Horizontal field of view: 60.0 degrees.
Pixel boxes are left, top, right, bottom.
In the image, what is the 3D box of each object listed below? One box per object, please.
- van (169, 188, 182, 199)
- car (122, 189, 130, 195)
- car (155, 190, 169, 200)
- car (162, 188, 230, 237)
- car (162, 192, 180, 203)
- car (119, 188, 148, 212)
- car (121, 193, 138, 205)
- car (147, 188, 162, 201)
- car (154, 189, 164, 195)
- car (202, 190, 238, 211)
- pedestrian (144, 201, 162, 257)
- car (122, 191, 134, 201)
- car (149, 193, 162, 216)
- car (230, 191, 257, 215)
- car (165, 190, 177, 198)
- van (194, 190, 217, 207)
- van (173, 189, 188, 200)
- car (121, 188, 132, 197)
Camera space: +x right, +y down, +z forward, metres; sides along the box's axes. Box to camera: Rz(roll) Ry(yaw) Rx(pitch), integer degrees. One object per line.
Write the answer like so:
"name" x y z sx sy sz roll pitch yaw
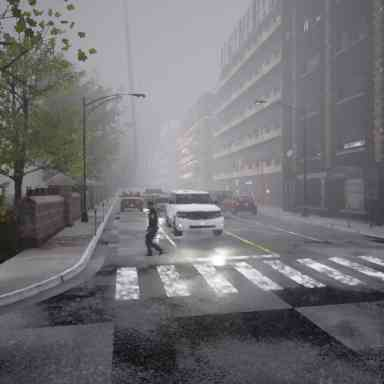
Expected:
"van" -2.991 0.268 59.425 1.690 1.788 3.998 1 1 -12
"car" -17.926 -0.043 90.174 1.947 1.339 4.313 1 1 -12
"car" -5.095 0.496 56.241 1.837 1.490 4.892 0 1 -12
"car" -0.042 0.930 16.766 2.150 2.045 5.566 0 1 -10
"car" -3.038 0.765 46.593 1.895 1.301 4.718 0 1 -11
"car" -5.590 0.779 30.687 2.192 1.841 5.009 1 1 -12
"car" -7.837 0.835 41.506 1.947 1.339 4.313 1 1 -12
"car" -4.282 0.564 37.114 2.150 2.045 5.566 0 1 -11
"car" -8.600 0.006 86.466 1.947 1.339 4.313 1 1 -12
"car" 2.614 0.730 32.386 2.192 1.841 5.009 1 1 -12
"pedestrian" -1.237 1.120 10.549 0.375 1.860 0.375 1 0 -12
"car" -10.044 0.602 52.154 1.752 1.417 4.829 1 1 -12
"car" -2.137 1.056 26.714 1.812 1.442 4.674 0 1 -12
"car" 3.734 0.953 26.981 1.967 1.590 4.097 1 1 -12
"car" -4.149 0.352 65.001 1.752 1.417 4.829 1 1 -12
"van" 1.493 0.659 37.794 1.690 1.788 3.998 1 1 -12
"van" -1.870 0.366 54.018 1.690 1.788 3.998 1 1 -12
"car" -14.559 -0.002 73.948 2.192 1.841 5.009 1 1 -12
